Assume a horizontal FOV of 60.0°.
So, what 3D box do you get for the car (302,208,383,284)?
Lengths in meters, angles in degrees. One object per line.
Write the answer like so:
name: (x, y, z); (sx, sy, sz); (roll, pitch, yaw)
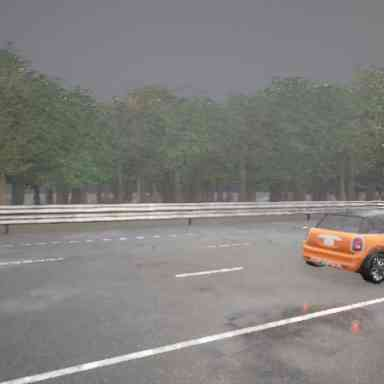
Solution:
car: (5.438, 1.316, 9.565); (4.553, 1.767, 2.097); (0, 1, -27)
